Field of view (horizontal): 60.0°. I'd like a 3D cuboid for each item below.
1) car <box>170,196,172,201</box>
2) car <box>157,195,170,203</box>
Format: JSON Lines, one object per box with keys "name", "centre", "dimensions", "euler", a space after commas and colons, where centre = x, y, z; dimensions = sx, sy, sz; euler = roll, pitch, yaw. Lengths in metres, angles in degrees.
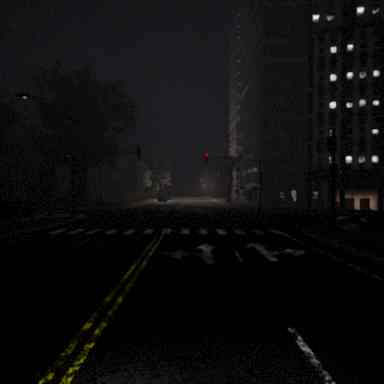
{"name": "car", "centre": [-6.495, 1.594, 89.290], "dimensions": [1.994, 1.385, 4.181], "euler": [0, 0, 0]}
{"name": "car", "centre": [-6.495, 1.565, 73.015], "dimensions": [2.033, 1.411, 5.357], "euler": [0, 0, 0]}
